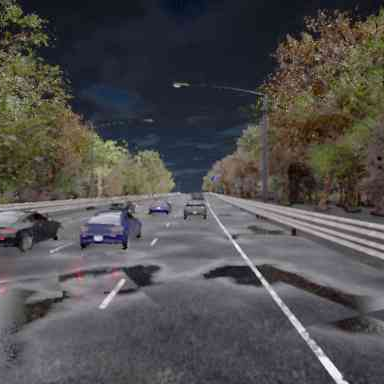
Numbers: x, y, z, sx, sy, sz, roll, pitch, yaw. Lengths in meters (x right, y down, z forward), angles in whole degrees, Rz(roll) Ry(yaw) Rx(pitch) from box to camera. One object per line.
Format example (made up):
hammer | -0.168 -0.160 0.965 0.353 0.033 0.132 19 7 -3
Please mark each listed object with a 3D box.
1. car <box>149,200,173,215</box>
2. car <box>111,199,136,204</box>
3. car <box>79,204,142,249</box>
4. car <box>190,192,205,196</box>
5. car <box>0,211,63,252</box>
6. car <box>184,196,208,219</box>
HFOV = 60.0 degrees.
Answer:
car | -3.047 1.443 32.837 1.994 1.385 4.181 0 0 1
car | -6.548 1.396 31.520 1.837 1.490 4.892 1 0 1
car | -3.319 1.473 14.163 1.812 1.442 4.674 0 0 1
car | 0.890 1.009 53.775 2.150 2.045 5.566 0 0 2
car | -6.873 1.478 13.438 1.812 1.442 4.674 0 0 1
car | 0.306 1.386 28.153 2.128 1.511 4.902 0 0 2
